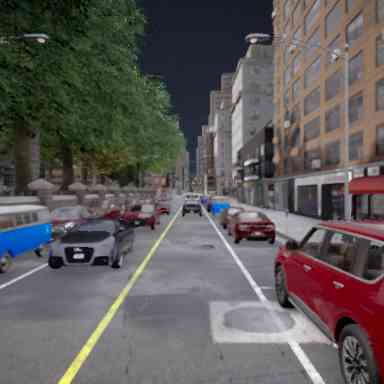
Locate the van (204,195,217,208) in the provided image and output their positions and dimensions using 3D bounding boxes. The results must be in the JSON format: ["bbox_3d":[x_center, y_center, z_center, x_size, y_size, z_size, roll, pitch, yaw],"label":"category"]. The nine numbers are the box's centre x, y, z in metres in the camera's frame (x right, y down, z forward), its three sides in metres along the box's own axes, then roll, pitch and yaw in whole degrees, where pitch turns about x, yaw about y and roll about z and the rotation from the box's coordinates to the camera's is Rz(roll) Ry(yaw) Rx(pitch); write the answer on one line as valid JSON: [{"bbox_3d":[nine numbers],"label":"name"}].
[{"bbox_3d":[2.666,1.329,48.151,1.690,1.788,3.998,0,0,0],"label":"van"}]

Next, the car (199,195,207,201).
[{"bbox_3d":[2.663,1.520,80.601,1.887,1.381,4.507,0,0,0],"label":"car"}]

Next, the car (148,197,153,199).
[{"bbox_3d":[-5.859,1.535,37.345,1.887,1.381,4.507,0,0,0],"label":"car"}]

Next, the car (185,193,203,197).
[{"bbox_3d":[0.036,1.211,45.033,2.150,2.045,5.566,0,0,1],"label":"car"}]

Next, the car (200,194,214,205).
[{"bbox_3d":[2.665,1.299,58.968,2.192,1.841,5.009,0,0,0],"label":"car"}]

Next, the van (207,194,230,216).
[{"bbox_3d":[2.667,1.333,31.926,1.690,1.788,3.998,0,0,0],"label":"van"}]

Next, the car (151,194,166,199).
[{"bbox_3d":[-5.860,1.301,53.567,2.192,1.841,5.009,0,0,0],"label":"car"}]

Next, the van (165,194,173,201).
[{"bbox_3d":[-5.863,1.313,86.011,1.690,1.788,3.998,0,0,0],"label":"van"}]

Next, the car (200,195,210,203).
[{"bbox_3d":[2.664,1.420,69.784,1.967,1.590,4.097,0,0,0],"label":"car"}]

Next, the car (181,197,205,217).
[{"bbox_3d":[0.006,1.497,31.532,1.837,1.490,4.892,0,0,0],"label":"car"}]

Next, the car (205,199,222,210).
[{"bbox_3d":[2.665,1.555,42.742,1.947,1.339,4.313,0,0,0],"label":"car"}]

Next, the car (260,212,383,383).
[{"bbox_3d":[2.669,1.314,4.885,2.192,1.841,5.009,0,0,0],"label":"car"}]

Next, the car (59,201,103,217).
[{"bbox_3d":[-5.857,1.436,15.716,1.967,1.590,4.097,0,0,0],"label":"car"}]

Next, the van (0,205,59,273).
[{"bbox_3d":[-5.856,1.338,10.308,1.690,1.788,3.998,0,0,0],"label":"van"}]

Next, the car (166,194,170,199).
[{"bbox_3d":[-5.862,1.526,64.382,1.887,1.381,4.507,0,0,0],"label":"car"}]

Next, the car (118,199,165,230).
[{"bbox_3d":[-3.088,1.472,21.318,1.882,1.535,5.008,0,0,0],"label":"car"}]

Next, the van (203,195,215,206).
[{"bbox_3d":[2.665,1.327,53.559,1.690,1.788,3.998,0,0,0],"label":"van"}]

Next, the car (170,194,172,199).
[{"bbox_3d":[-5.862,1.530,69.789,2.008,1.369,4.403,0,0,0],"label":"car"}]

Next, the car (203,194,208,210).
[{"bbox_3d":[2.667,1.306,37.334,2.192,1.841,5.009,0,0,0],"label":"car"}]

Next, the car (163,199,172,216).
[{"bbox_3d":[-3.003,1.605,32.845,1.895,1.301,4.718,0,0,0],"label":"car"}]

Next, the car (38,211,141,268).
[{"bbox_3d":[-3.105,1.561,11.061,1.994,1.385,4.181,0,0,-1],"label":"car"}]

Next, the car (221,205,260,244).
[{"bbox_3d":[2.668,1.541,15.701,1.887,1.381,4.507,0,0,0],"label":"car"}]

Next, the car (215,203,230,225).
[{"bbox_3d":[2.667,1.577,21.110,1.802,1.307,4.206,0,0,0],"label":"car"}]

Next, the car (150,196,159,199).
[{"bbox_3d":[-5.860,1.540,42.752,2.008,1.369,4.403,0,0,0],"label":"car"}]

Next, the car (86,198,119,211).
[{"bbox_3d":[-5.858,1.309,21.123,2.192,1.841,5.009,0,0,0],"label":"car"}]

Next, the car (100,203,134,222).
[{"bbox_3d":[-5.859,1.575,26.530,1.802,1.307,4.206,0,0,0],"label":"car"}]
